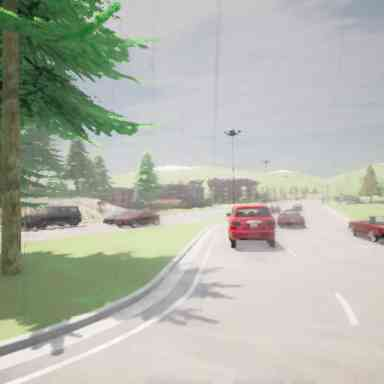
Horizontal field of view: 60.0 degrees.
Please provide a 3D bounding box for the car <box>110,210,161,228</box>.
[{"bbox_3d":[-4.922,2.454,30.932,1.882,1.535,5.008,-2,-2,31],"label":"car"}]

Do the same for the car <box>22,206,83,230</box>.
[{"bbox_3d":[-12.977,2.368,31.172,2.150,2.045,5.566,-2,-2,35],"label":"car"}]

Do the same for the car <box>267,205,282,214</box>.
[{"bbox_3d":[13.620,2.831,54.887,1.994,1.385,4.181,-2,-2,20],"label":"car"}]

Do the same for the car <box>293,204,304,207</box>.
[{"bbox_3d":[18.984,2.834,59.461,2.033,1.411,5.357,-2,-2,20],"label":"car"}]

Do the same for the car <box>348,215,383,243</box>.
[{"bbox_3d":[10.089,1.908,17.908,1.895,1.301,4.718,-1,-2,7],"label":"car"}]

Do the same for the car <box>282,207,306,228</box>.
[{"bbox_3d":[8.243,2.180,27.628,1.994,1.385,4.181,-2,-2,13],"label":"car"}]

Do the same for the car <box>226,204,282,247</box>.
[{"bbox_3d":[3.034,1.660,17.504,2.150,2.045,5.566,-1,-2,6],"label":"car"}]

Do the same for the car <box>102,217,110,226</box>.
[{"bbox_3d":[-6.812,2.659,34.382,2.033,1.411,5.357,-2,-2,27],"label":"car"}]
